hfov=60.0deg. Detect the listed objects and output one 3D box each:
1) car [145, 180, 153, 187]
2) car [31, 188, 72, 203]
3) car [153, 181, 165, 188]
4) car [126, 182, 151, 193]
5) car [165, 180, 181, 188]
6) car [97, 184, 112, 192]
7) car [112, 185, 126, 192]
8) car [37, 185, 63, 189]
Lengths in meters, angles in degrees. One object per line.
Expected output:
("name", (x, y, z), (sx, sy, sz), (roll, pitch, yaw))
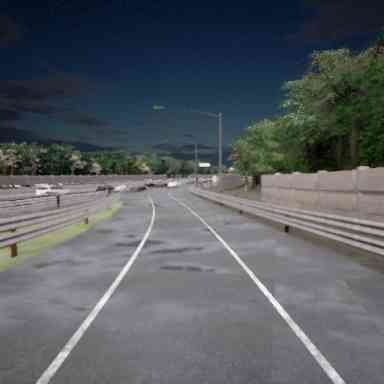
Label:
("car", (-11.222, -1.964, 88.198), (1.882, 1.535, 5.008), (0, 3, 15))
("car", (-16.757, 0.687, 39.612), (2.033, 1.411, 5.357), (0, 3, 15))
("car", (-7.849, -2.060, 87.259), (2.097, 1.767, 4.553), (0, 3, 15))
("car", (-10.284, -0.704, 64.237), (2.128, 1.511, 4.902), (0, 3, 15))
("car", (-4.447, -2.170, 86.434), (2.150, 2.045, 5.566), (0, 3, 15))
("car", (-17.054, -0.740, 66.011), (1.837, 1.490, 4.892), (0, 3, 15))
("car", (-13.457, -0.738, 65.938), (1.812, 1.442, 4.674), (0, 3, 15))
("car", (-18.841, 0.059, 45.451), (2.150, 2.045, 5.566), (0, 3, 15))
